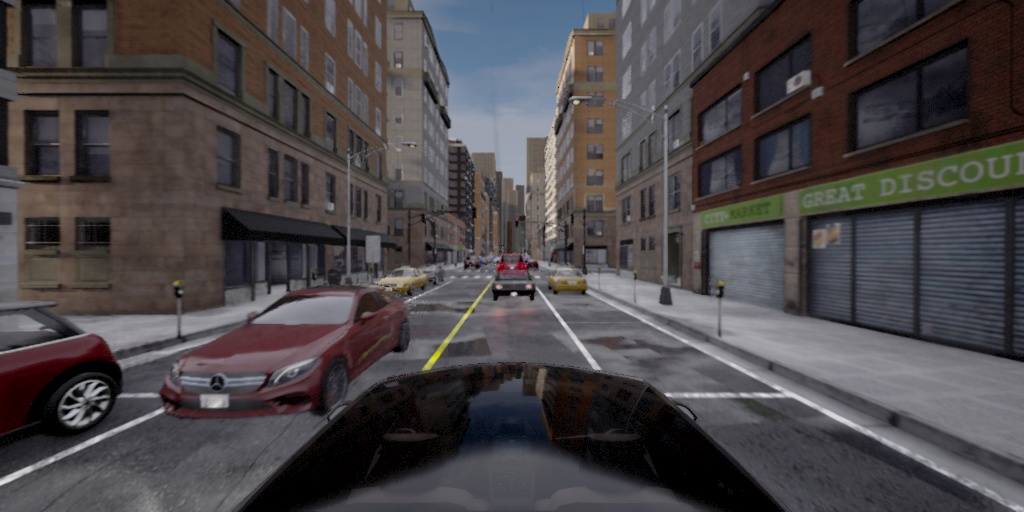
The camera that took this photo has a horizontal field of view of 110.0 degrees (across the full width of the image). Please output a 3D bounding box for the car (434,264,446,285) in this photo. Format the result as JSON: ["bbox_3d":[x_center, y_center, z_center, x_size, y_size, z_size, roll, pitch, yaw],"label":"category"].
[{"bbox_3d":[-5.668,1.211,24.631,2.007,1.370,4.403,0,0,0],"label":"car"}]

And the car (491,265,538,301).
[{"bbox_3d":[0.081,1.290,17.048,1.895,1.301,4.718,0,0,0],"label":"car"}]

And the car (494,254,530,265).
[{"bbox_3d":[0.001,0.872,27.280,2.150,2.045,5.566,0,0,0],"label":"car"}]

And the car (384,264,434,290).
[{"bbox_3d":[-5.668,1.207,18.936,1.751,1.417,4.829,0,0,0],"label":"car"}]

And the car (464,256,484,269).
[{"bbox_3d":[-5.667,0.881,51.405,2.192,1.841,5.009,0,0,0],"label":"car"}]

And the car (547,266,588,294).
[{"bbox_3d":[2.858,1.207,19.275,1.751,1.417,4.829,0,0,0],"label":"car"}]

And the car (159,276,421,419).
[{"bbox_3d":[-3.102,1.258,6.081,1.812,1.442,4.674,0,0,0],"label":"car"}]

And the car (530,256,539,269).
[{"bbox_3d":[2.859,1.111,51.404,1.888,1.381,4.507,0,0,0],"label":"car"}]

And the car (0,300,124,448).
[{"bbox_3d":[-5.668,1.187,2.529,1.967,1.591,4.097,0,0,0],"label":"car"}]
